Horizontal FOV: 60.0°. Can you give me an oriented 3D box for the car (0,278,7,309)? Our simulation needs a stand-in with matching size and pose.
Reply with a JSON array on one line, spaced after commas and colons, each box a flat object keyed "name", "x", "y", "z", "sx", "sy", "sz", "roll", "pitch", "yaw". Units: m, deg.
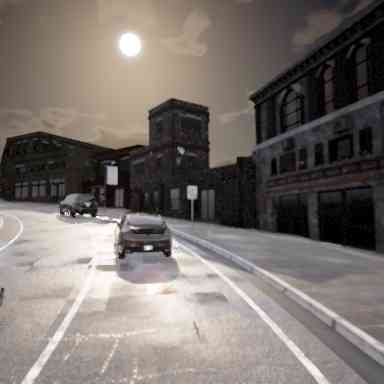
[{"name": "car", "x": -3.828, "y": 1.562, "z": 3.206, "sx": 2.033, "sy": 1.411, "sz": 5.357, "roll": 0, "pitch": 0, "yaw": -5}]

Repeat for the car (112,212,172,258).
[{"name": "car", "x": -2.017, "y": 1.536, "z": 13.024, "sx": 1.837, "sy": 1.490, "sz": 4.892, "roll": 1, "pitch": 0, "yaw": -15}]

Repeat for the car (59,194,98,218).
[{"name": "car", "x": -10.401, "y": 1.202, "z": 30.286, "sx": 2.150, "sy": 2.045, "sz": 5.566, "roll": 3, "pitch": -1, "yaw": -36}]
